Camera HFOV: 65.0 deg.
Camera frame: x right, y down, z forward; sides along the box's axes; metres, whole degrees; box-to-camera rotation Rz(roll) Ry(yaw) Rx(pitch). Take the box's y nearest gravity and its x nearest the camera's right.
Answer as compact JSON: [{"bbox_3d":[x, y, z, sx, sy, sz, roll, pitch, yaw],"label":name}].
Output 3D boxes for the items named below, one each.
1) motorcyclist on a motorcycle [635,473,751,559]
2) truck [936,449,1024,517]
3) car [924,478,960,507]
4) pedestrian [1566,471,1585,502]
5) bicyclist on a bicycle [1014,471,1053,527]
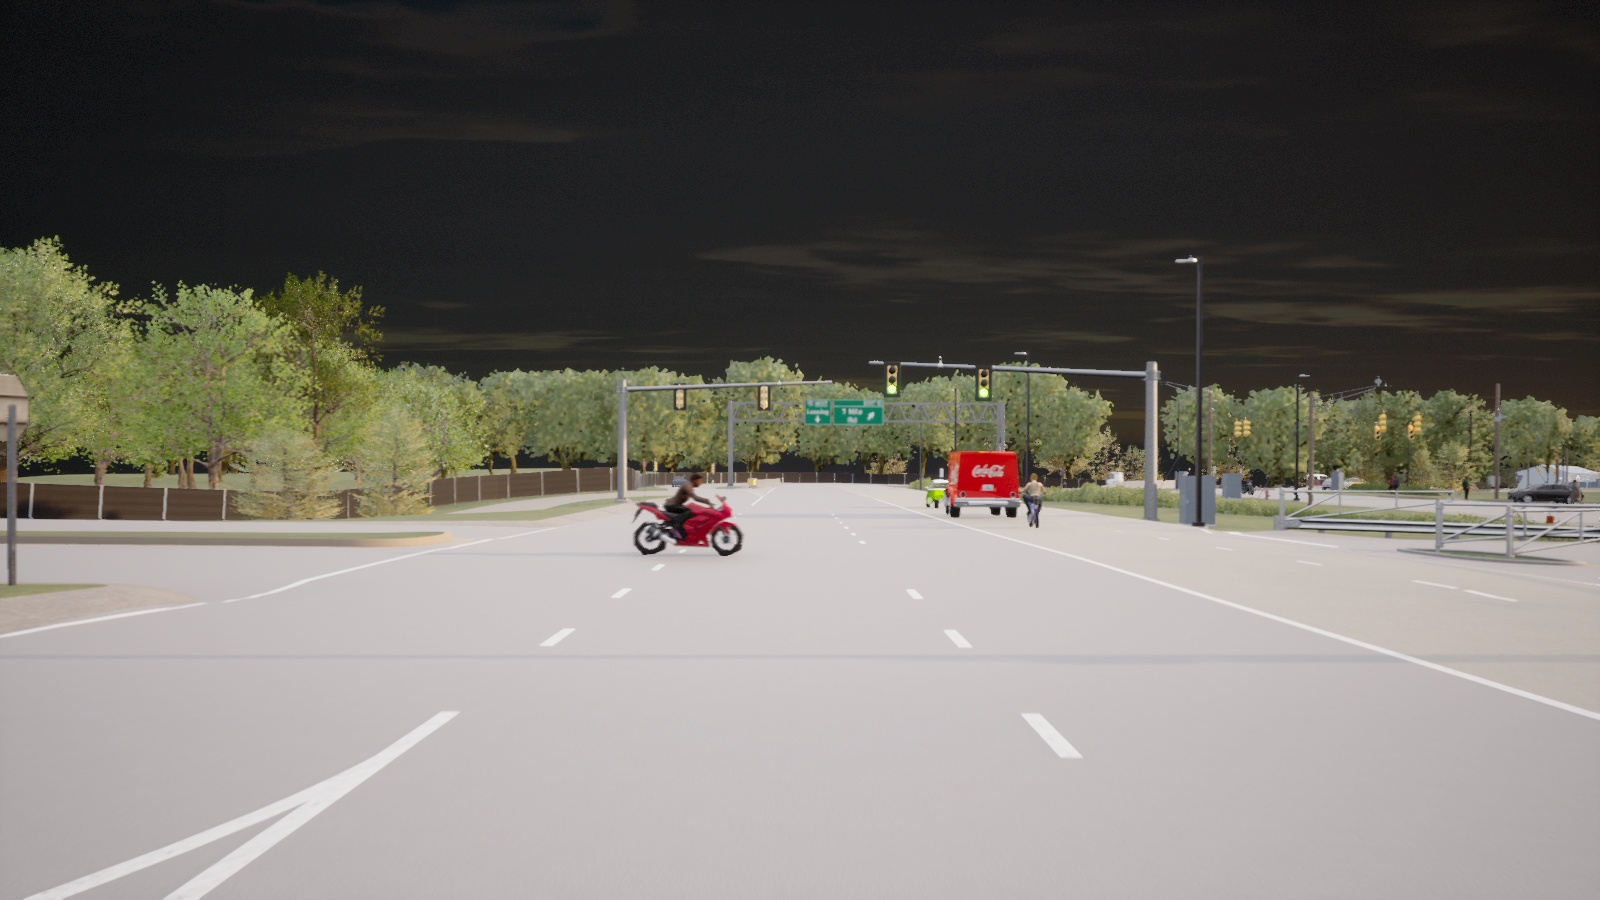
[{"bbox_3d":[-1.935,1.186,22.878,2.044,1.523,0.797,0,-1,0],"label":"motorcyclist on a motorcycle"},{"bbox_3d":[6.863,1.264,48.448,2.627,2.467,5.204,0,-1,0],"label":"truck"},{"bbox_3d":[6.831,2.036,60.530,1.481,1.376,2.207,0,-1,0],"label":"car"},{"bbox_3d":[50.282,2.360,81.438,0.659,1.952,0.873,-1,0,-39],"label":"pedestrian"},{"bbox_3d":[6.901,1.445,37.226,0.866,1.612,1.509,0,-1,0],"label":"bicyclist on a bicycle"}]
